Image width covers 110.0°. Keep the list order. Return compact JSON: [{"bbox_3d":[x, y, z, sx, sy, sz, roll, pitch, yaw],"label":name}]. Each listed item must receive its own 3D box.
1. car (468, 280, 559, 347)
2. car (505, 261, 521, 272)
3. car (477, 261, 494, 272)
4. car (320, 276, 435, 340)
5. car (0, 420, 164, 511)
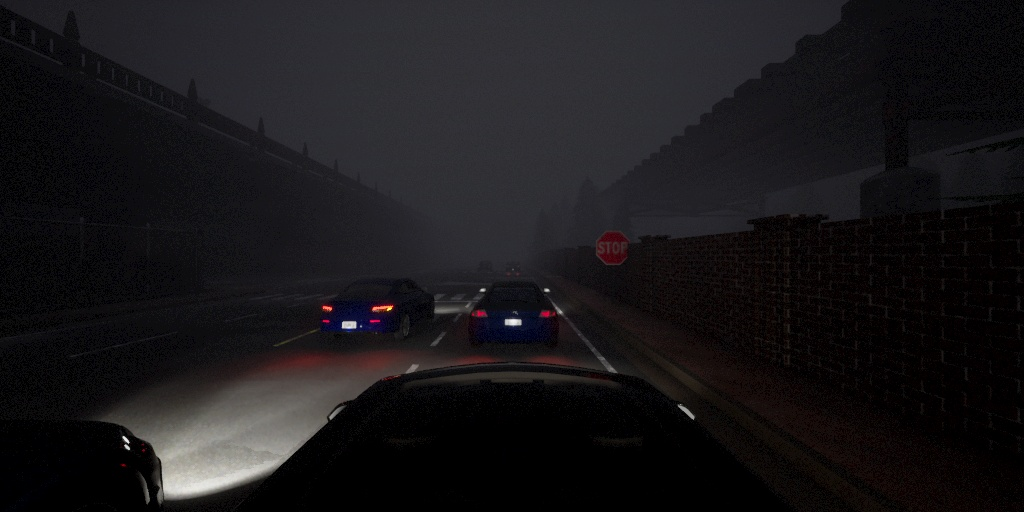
[{"bbox_3d":[0.069,1.314,9.283,1.994,1.385,4.181,0,0,1],"label":"car"},{"bbox_3d":[0.097,1.351,46.101,1.895,1.301,4.718,0,0,-1],"label":"car"},{"bbox_3d":[-3.398,1.297,45.932,2.033,1.411,5.357,0,0,-1],"label":"car"},{"bbox_3d":[-3.413,1.276,9.805,1.812,1.442,4.674,0,0,0],"label":"car"},{"bbox_3d":[-3.398,1.314,0.709,1.994,1.385,4.181,0,0,0],"label":"car"}]
